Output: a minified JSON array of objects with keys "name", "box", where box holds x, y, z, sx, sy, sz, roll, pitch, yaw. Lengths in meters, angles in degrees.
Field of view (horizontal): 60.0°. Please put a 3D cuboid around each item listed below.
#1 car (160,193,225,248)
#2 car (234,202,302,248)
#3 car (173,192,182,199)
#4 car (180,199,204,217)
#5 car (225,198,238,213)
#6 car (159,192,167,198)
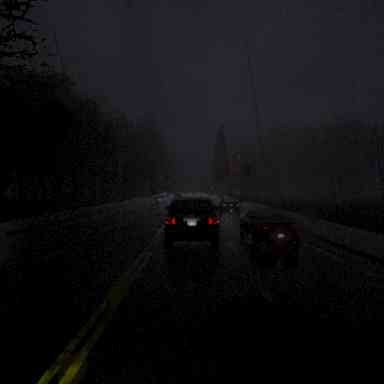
[{"name":"car","box":[0.000,1.203,14.672,2.150,2.045,5.566,0,0,0]},{"name":"car","box":[3.250,1.431,14.644,1.882,1.535,5.008,0,0,0]},{"name":"car","box":[-3.249,0.772,76.678,1.895,1.301,4.718,0,1,0]},{"name":"car","box":[0.000,1.361,29.643,1.994,1.385,4.181,0,1,0]},{"name":"car","box":[3.250,1.284,29.642,2.128,1.511,4.902,0,1,0]},{"name":"car","box":[-6.499,0.701,76.707,1.812,1.442,4.674,0,1,0]}]
